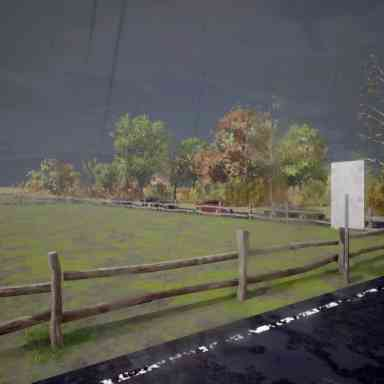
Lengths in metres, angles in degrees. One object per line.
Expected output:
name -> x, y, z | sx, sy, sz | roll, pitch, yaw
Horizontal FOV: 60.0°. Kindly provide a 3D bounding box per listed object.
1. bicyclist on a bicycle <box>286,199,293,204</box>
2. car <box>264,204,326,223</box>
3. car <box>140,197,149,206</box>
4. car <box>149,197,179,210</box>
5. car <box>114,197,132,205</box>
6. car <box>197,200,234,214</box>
bicyclist on a bicycle -> 9.956, 1.491, 34.192 | 1.656, 1.620, 0.582 | 0, 0, -35
car -> 8.081, 1.628, 26.406 | 1.895, 1.301, 4.718 | 0, 0, -35
car -> -6.594, 1.525, 52.714 | 1.882, 1.535, 5.008 | 0, 0, -34
car -> -3.399, 1.609, 43.026 | 1.994, 1.385, 4.181 | 0, 0, -34
car -> -12.540, 1.590, 61.227 | 2.033, 1.411, 5.357 | 0, 0, -35
car -> 2.365, 1.565, 34.667 | 1.812, 1.442, 4.674 | 0, 0, -34
